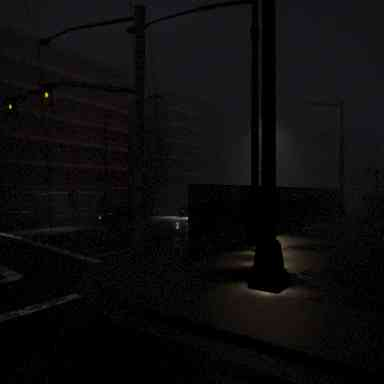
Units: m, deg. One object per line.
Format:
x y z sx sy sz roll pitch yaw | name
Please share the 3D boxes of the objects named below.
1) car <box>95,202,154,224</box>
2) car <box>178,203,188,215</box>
-4.902 1.491 24.767 2.128 1.511 4.902 0 0 35 | car
0.537 1.505 32.511 1.837 1.490 4.892 0 0 35 | car
